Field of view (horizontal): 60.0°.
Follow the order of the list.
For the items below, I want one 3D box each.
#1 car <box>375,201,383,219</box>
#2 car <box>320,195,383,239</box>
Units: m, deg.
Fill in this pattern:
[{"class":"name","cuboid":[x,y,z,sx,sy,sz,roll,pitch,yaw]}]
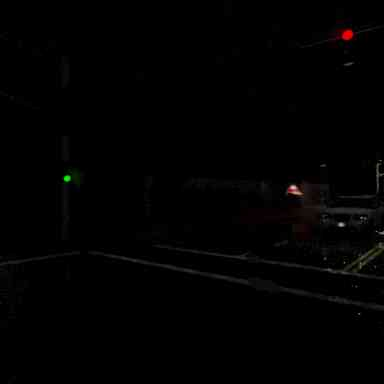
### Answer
[{"class":"car","cuboid":[16.918,1.483,27.907,1.994,1.385,4.181,0,0,39]},{"class":"car","cuboid":[8.675,1.171,17.666,2.150,2.045,5.566,0,0,39]}]
